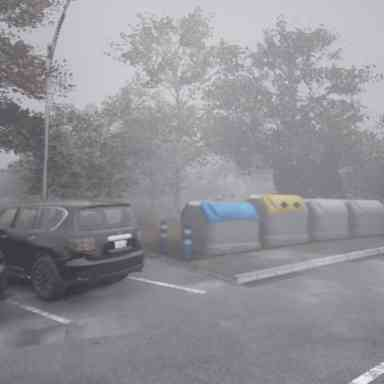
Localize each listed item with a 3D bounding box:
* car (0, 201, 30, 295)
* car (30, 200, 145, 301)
[{"bbox_3d":[-6.067,1.233,6.817,5.566,2.045,2.435,-1,-1,35],"label":"car"},{"bbox_3d":[-3.710,1.236,8.555,5.566,2.045,2.435,-1,-1,35],"label":"car"}]
